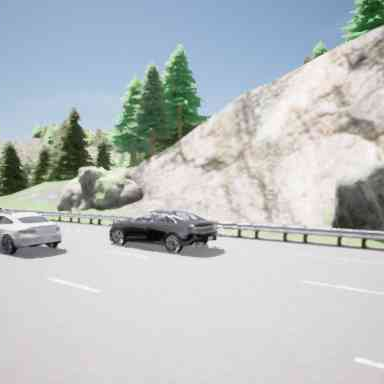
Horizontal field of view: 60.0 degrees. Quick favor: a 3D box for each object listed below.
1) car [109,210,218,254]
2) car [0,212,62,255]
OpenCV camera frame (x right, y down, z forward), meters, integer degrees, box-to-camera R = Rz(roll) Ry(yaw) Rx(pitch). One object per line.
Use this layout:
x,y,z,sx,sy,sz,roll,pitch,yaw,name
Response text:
-1.301,1.480,13.475,4.902,1.511,2.128,0,0,35,car
-7.062,1.518,13.273,4.674,1.442,1.812,0,0,35,car
